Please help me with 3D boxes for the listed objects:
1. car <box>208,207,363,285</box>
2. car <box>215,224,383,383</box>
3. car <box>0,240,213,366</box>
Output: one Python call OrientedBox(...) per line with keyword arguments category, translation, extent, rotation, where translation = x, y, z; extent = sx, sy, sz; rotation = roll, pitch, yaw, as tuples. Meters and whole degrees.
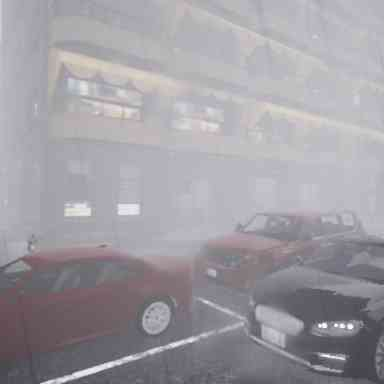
OrientedBox(category="car", translation=(2.462, 1.347, 8.300), extent=(5.009, 1.841, 2.192), rotation=(0, 1, -35))
OrientedBox(category="car", translation=(2.994, 1.519, 5.502), extent=(4.902, 1.511, 2.128), rotation=(0, 0, -35))
OrientedBox(category="car", translation=(-2.073, 1.551, 5.068), extent=(4.507, 1.381, 1.887), rotation=(0, 1, -35))
